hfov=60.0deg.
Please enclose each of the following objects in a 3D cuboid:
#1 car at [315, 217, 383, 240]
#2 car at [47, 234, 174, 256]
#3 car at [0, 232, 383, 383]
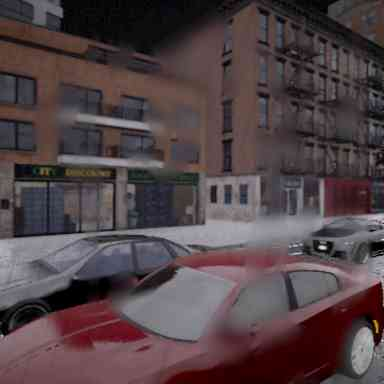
[{"bbox_3d":[5.856,1.636,12.022,4.181,1.385,1.994,0,0,-36],"label":"car"},{"bbox_3d":[-1.569,1.582,6.567,5.357,1.411,2.033,0,0,-36],"label":"car"},{"bbox_3d":[0.372,1.500,3.927,5.008,1.535,1.882,0,0,-37],"label":"car"}]
